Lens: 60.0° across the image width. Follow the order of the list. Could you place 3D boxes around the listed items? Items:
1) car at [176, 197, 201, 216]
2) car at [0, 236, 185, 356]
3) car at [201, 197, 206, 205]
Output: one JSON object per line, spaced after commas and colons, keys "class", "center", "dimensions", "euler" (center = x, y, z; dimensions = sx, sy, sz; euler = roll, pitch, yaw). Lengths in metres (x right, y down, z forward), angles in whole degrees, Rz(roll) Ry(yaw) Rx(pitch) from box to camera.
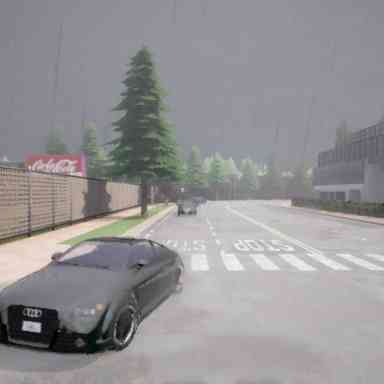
{"class": "car", "center": [-0.440, 1.502, 32.123], "dimensions": [2.128, 1.511, 4.902], "euler": [0, 0, 0]}
{"class": "car", "center": [-1.552, 1.570, 6.264], "dimensions": [1.994, 1.385, 4.181], "euler": [0, 0, 16]}
{"class": "car", "center": [0.888, 1.497, 58.236], "dimensions": [2.033, 1.411, 5.357], "euler": [0, 0, 21]}
